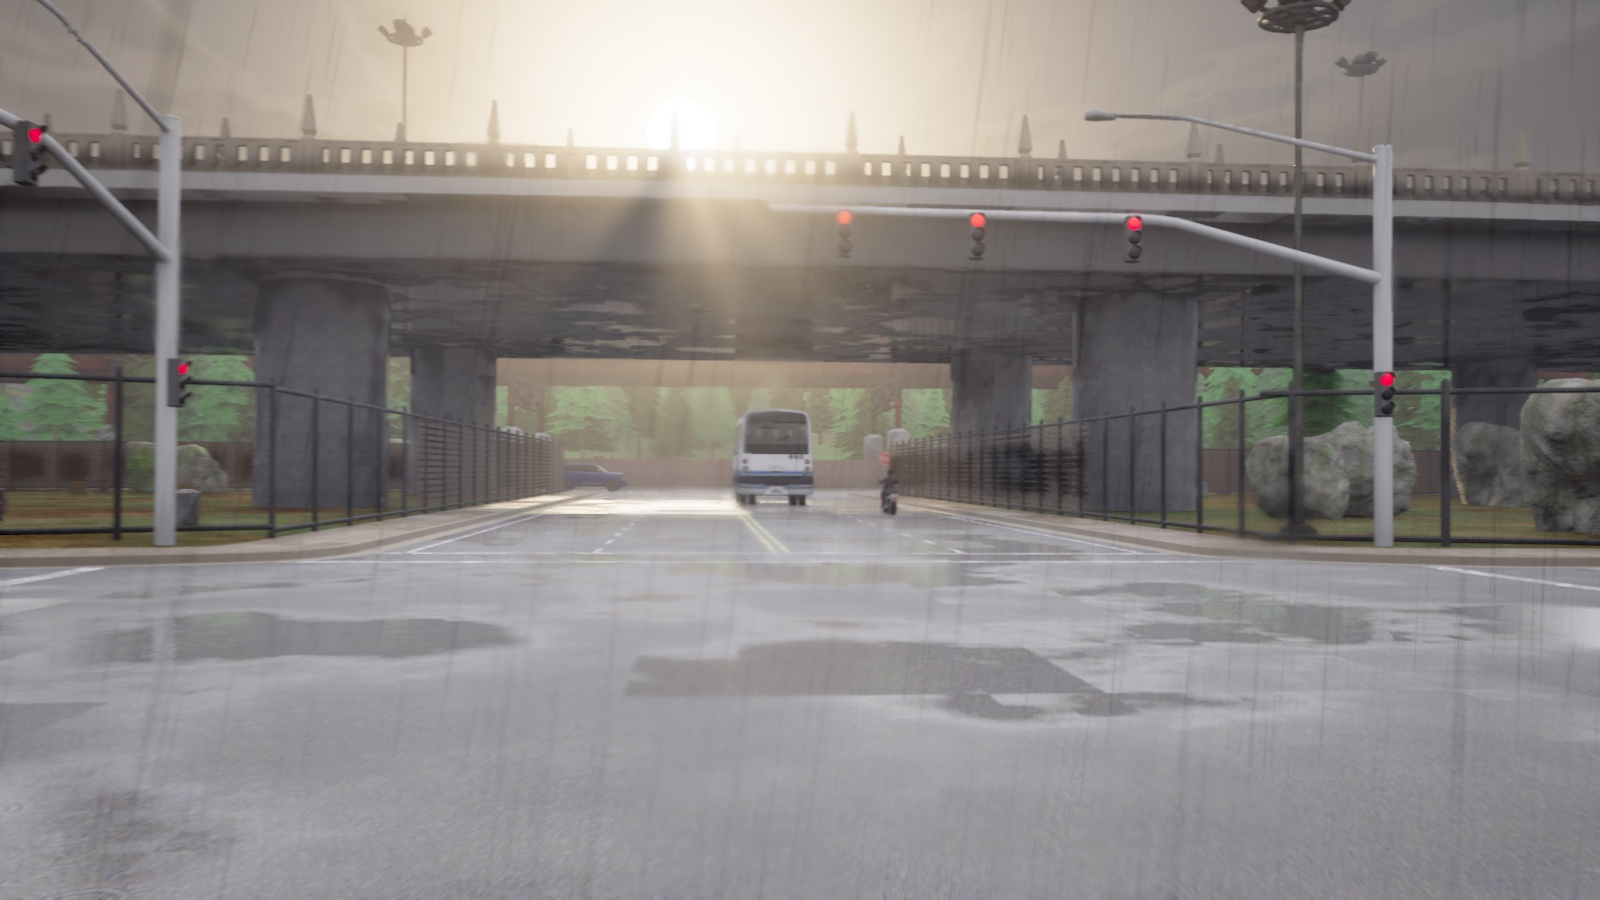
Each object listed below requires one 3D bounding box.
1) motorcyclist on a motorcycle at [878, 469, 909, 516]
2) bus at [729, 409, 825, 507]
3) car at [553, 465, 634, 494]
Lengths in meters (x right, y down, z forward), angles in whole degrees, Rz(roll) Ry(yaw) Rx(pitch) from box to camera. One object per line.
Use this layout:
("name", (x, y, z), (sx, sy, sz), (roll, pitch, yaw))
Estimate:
("motorcyclist on a motorcycle", (3.350, 1.510, 45.297), (0.766, 1.649, 2.350), (0, -1, -4))
("bus", (-1.280, 0.436, 59.716), (3.944, 4.253, 10.273), (0, -1, -4))
("car", (-14.810, 2.076, 90.135), (5.566, 2.045, 2.150), (0, -1, -4))
